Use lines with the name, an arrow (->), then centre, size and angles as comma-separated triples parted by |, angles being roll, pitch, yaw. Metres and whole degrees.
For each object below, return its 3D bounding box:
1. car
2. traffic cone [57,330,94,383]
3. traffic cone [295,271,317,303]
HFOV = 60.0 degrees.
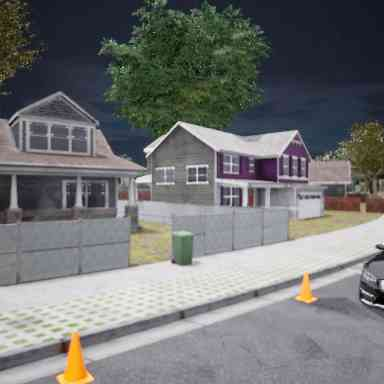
car -> 5.261, 1.522, 7.016 | 4.902, 1.511, 2.128 | 0, 0, -42
traffic cone -> -1.403, 1.961, 4.002 | 0.340, 0.580, 0.340 | 0, 0, -37
traffic cone -> 2.417, 1.979, 7.044 | 0.340, 0.580, 0.340 | 0, 0, -40
